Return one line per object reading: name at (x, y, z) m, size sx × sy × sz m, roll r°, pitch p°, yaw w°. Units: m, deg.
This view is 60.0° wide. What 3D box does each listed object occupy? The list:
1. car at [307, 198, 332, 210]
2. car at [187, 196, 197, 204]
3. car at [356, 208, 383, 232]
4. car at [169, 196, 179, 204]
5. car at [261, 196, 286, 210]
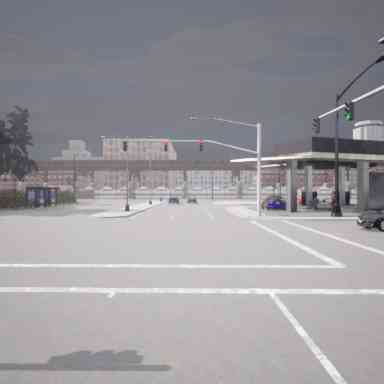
car at (15.461, 1.456, 40.508) m, size 1.970 × 1.475 × 3.806 m, roll 0°, pitch 0°, yaw 0°
car at (0.010, 1.547, 64.423) m, size 2.033 × 1.411 × 5.357 m, roll 0°, pitch 0°, yaw 0°
car at (12.294, 1.505, 19.583) m, size 4.892 × 1.490 × 1.837 m, roll 0°, pitch 0°, yaw -1°
car at (-3.490, 1.478, 64.424) m, size 1.882 × 1.535 × 5.008 m, roll 0°, pitch 0°, yaw 0°
car at (9.716, 1.295, 39.746) m, size 2.242 × 1.667 × 4.611 m, roll 0°, pitch 0°, yaw 0°
